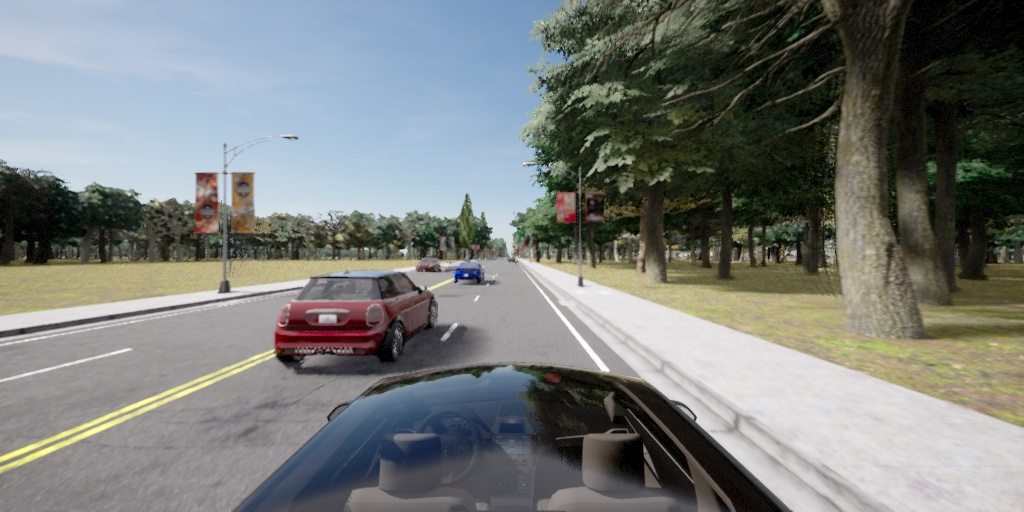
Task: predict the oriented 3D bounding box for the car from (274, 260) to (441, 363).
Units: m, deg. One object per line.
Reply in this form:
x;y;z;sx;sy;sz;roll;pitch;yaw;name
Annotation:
-3.151;1.086;8.260;2.097;1.767;4.553;0;0;0;car

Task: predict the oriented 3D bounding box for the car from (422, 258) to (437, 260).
-9.834;1.013;42.271;2.097;1.767;4.553;0;0;0;car

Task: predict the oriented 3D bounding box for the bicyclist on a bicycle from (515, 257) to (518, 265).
0.885;1.063;64.670;0.866;1.612;1.509;0;-1;0;bicyclist on a bicycle

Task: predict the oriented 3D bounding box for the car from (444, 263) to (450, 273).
-6.591;1.264;41.339;1.895;1.301;4.718;0;0;0;car

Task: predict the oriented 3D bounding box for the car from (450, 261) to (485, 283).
-3.151;1.169;27.160;1.882;1.535;5.008;0;0;0;car
